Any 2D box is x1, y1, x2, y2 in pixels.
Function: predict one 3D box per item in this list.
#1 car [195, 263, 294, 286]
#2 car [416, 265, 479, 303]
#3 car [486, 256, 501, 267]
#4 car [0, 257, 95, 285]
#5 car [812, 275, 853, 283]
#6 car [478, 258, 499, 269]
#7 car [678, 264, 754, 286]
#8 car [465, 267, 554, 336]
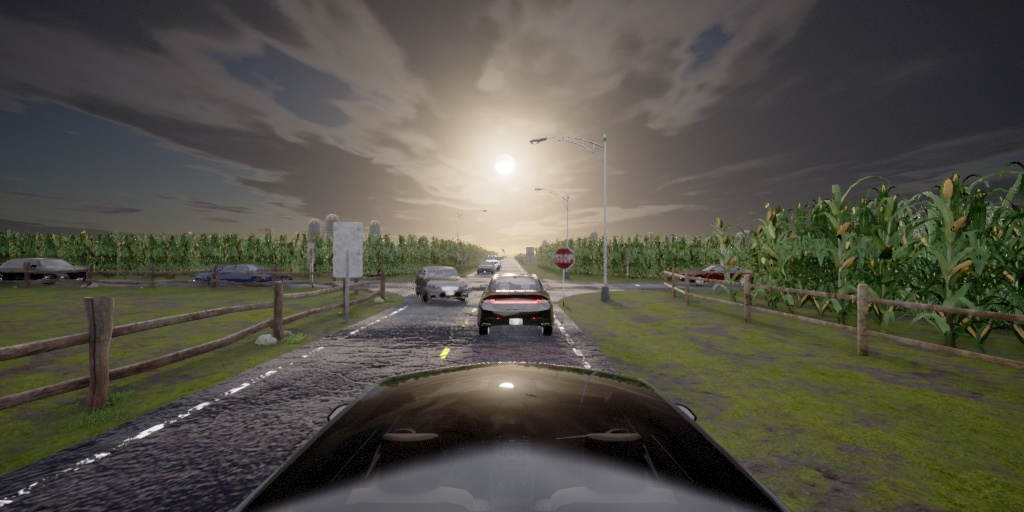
[{"bbox_3d":[-17.295,1.188,23.287,5.357,1.411,2.033,0,-1,1],"label":"car"},{"bbox_3d":[-3.357,1.241,16.784,2.128,1.511,4.902,1,0,-21],"label":"car"},{"bbox_3d":[-2.896,0.955,51.328,2.150,2.045,5.566,0,0,1],"label":"car"},{"bbox_3d":[-30.317,0.923,23.403,4.553,1.767,2.097,0,-1,1],"label":"car"},{"bbox_3d":[24.187,1.439,25.874,4.892,1.490,1.837,0,-1,0],"label":"car"},{"bbox_3d":[-2.898,1.287,40.853,2.033,1.411,5.357,0,0,0],"label":"car"},{"bbox_3d":[14.723,1.346,25.959,5.008,1.535,1.882,0,-1,1],"label":"car"},{"bbox_3d":[0.088,1.242,10.384,2.128,1.511,4.902,0,0,0],"label":"car"}]
